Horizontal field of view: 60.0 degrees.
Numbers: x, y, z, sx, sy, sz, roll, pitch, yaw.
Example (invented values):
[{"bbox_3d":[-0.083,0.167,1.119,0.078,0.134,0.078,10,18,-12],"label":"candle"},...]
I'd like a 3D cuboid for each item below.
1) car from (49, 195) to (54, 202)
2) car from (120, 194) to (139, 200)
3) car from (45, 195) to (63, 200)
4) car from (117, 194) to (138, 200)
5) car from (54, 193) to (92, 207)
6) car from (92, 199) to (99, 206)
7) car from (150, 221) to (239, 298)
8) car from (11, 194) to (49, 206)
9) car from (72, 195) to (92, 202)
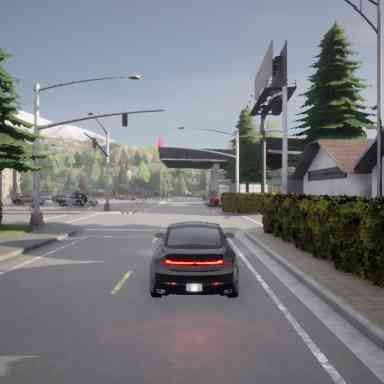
[{"bbox_3d":[-24.005,1.298,62.653,4.514,1.523,2.007,0,0,0],"label":"car"},{"bbox_3d":[-16.481,1.339,87.671,4.514,1.523,2.007,0,0,0],"label":"car"},{"bbox_3d":[-35.077,1.384,84.577,3.806,1.475,1.970,0,0,0],"label":"car"},{"bbox_3d":[-16.411,1.330,84.534,5.027,1.636,2.152,0,0,0],"label":"car"},{"bbox_3d":[-16.760,1.077,46.950,3.866,1.878,1.905,0,0,0],"label":"car"},{"bbox_3d":[-16.167,1.361,50.278,3.806,1.475,1.970,0,0,0],"label":"car"},{"bbox_3d":[0.061,1.505,8.527,1.837,1.490,4.892,0,0,0],"label":"car"},{"bbox_3d":[-24.646,1.097,50.192,4.605,1.855,1.932,0,0,0],"label":"car"},{"bbox_3d":[-24.018,1.319,72.646,3.633,1.501,1.845,0,0,0],"label":"car"}]
